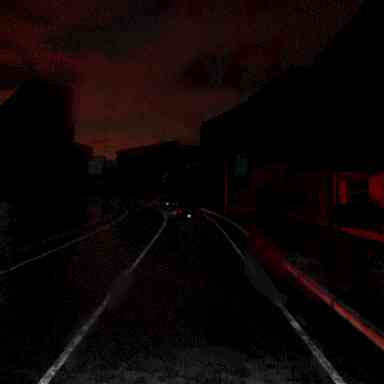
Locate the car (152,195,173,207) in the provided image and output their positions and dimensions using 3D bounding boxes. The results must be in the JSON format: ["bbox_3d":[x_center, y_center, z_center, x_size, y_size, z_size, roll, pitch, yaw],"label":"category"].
[{"bbox_3d":[-3.753,1.102,42.471,1.837,1.490,4.892,2,1,-19],"label":"car"}]

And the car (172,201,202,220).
[{"bbox_3d":[-0.376,1.455,26.776,1.895,1.301,4.718,0,1,-4],"label":"car"}]
